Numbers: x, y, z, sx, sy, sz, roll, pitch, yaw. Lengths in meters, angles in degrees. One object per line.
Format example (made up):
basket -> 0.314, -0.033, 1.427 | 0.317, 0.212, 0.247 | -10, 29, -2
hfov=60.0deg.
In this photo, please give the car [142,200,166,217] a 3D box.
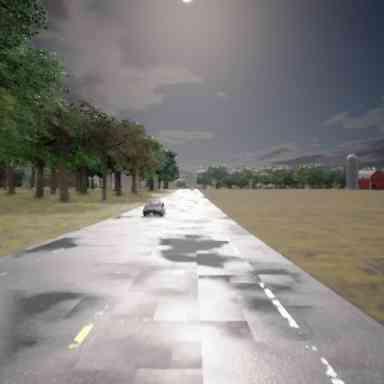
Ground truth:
car -> -3.501, 1.491, 31.720 | 2.033, 1.411, 5.357 | 0, 1, 1
